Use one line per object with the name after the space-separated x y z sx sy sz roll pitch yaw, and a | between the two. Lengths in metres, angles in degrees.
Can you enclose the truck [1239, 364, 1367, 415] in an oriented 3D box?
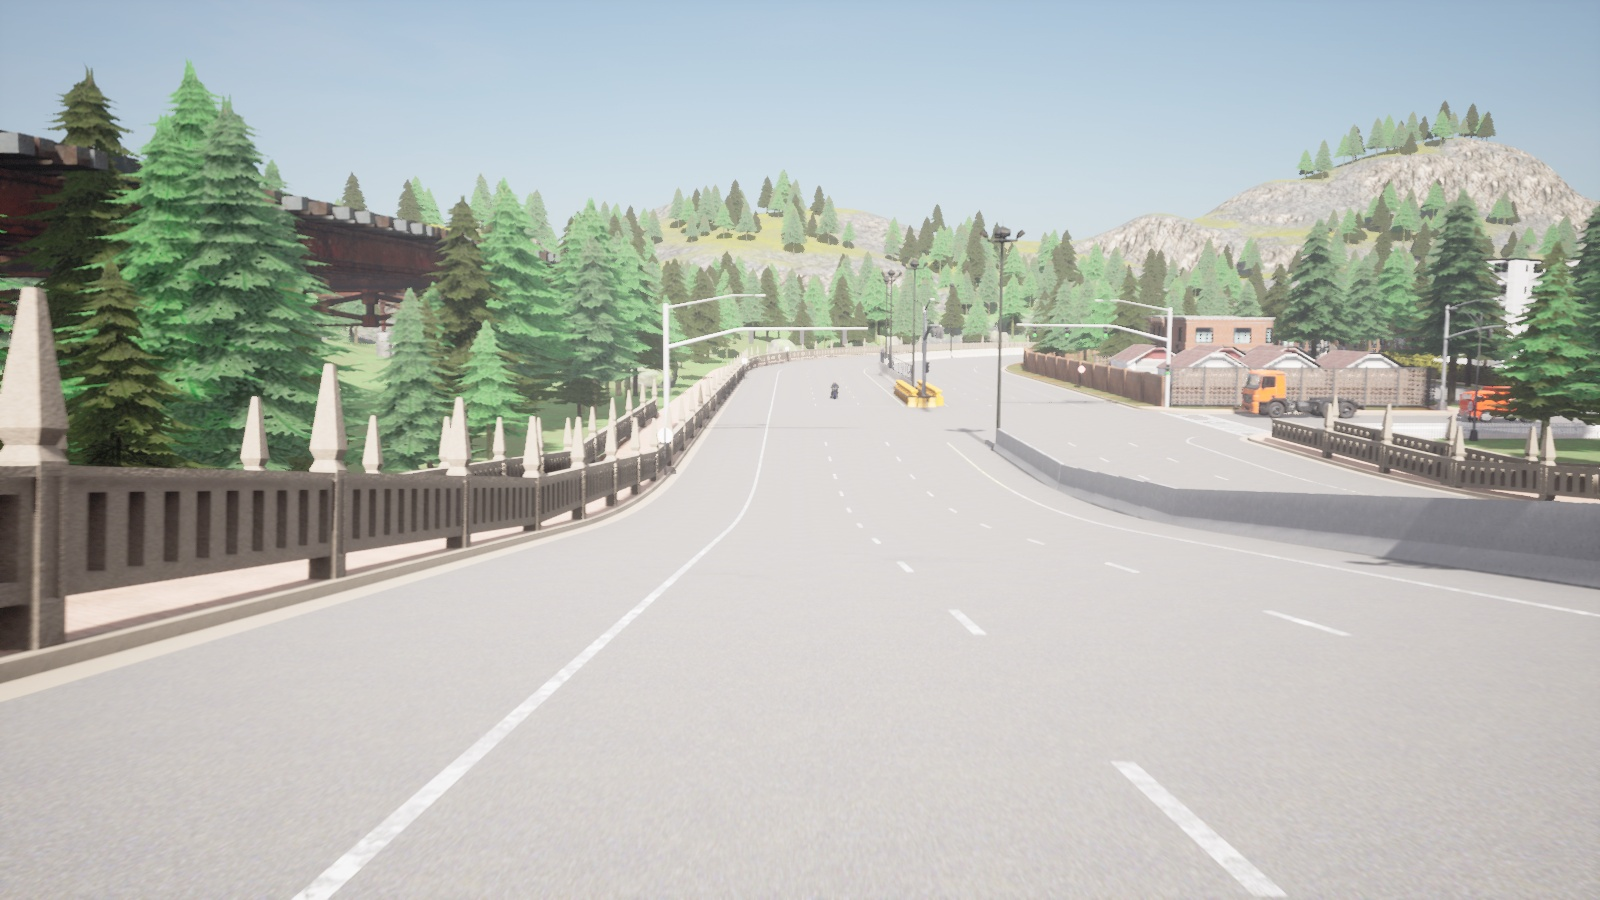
36.295 -4.384 90.800 7.936 3.462 2.891 0 6 1 | truck
